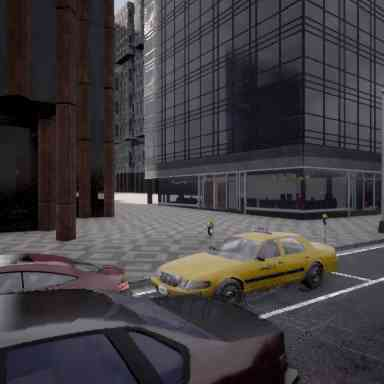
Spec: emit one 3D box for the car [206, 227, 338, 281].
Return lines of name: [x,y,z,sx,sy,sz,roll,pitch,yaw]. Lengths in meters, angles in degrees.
car: [1.419,1.525,7.644,4.829,1.417,1.752,0,0,-35]

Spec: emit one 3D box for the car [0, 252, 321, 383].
car: [-1.556,1.547,2.270,5.357,1.411,2.033,0,0,-35]

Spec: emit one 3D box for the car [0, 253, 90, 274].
car: [-2.879,1.582,4.596,4.206,1.307,1.802,0,0,-35]
